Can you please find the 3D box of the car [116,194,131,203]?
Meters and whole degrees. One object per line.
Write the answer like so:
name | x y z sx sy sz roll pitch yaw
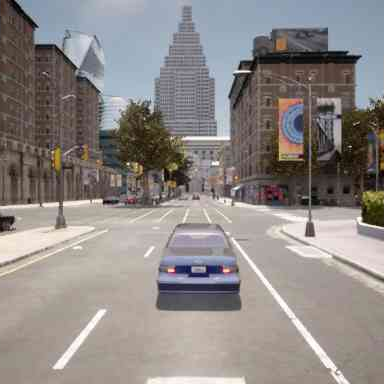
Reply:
car | -14.124 1.355 68.799 2.097 1.767 4.553 0 0 1

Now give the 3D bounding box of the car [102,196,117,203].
car | -17.360 1.594 69.847 1.895 1.301 4.718 0 0 1

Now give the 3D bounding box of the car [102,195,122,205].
car | -14.328 1.600 58.693 1.895 1.301 4.718 0 0 1

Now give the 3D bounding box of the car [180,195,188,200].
car | -2.346 1.518 90.101 1.812 1.442 4.674 0 0 1

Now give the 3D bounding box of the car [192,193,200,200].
car | 1.154 1.349 90.026 2.097 1.767 4.553 0 0 1

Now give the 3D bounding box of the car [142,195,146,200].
car | -10.612 1.500 69.669 1.837 1.490 4.892 0 0 1

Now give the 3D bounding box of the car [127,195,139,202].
car | -13.993 1.477 78.898 1.882 1.535 5.008 0 0 1

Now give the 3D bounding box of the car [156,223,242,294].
car | 0.175 1.547 8.947 2.033 1.411 5.357 0 0 1

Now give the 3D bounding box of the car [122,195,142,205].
car | -10.809 1.477 59.873 1.882 1.535 5.008 0 0 1

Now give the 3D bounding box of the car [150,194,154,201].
car | -10.482 1.355 79.657 2.097 1.767 4.553 0 0 1

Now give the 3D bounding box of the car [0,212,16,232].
car | -11.391 1.601 17.433 1.895 1.301 4.718 0 0 1
